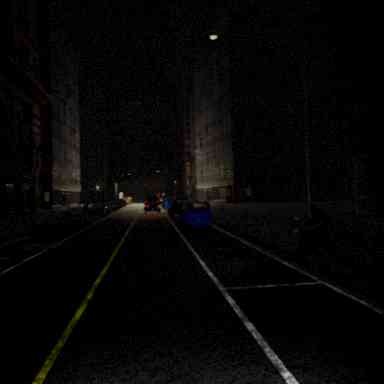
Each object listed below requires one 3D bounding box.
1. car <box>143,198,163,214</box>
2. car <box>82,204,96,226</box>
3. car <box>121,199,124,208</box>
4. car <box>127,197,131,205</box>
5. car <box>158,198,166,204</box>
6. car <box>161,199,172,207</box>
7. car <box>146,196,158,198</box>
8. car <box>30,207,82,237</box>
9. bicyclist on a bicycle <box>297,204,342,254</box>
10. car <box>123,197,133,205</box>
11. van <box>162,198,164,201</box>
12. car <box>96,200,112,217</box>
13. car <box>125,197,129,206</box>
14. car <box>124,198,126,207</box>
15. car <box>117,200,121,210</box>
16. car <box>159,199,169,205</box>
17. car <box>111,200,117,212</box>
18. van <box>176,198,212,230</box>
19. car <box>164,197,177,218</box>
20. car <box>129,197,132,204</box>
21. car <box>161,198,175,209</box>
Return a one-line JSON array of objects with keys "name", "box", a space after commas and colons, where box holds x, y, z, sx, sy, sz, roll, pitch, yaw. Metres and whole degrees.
[{"name": "car", "box": [-4.828, 1.803, 40.409, 1.812, 1.442, 4.674, -1, 0, -8]}, {"name": "car", "box": [-8.957, 1.859, 25.552, 2.008, 1.369, 4.403, -1, 0, -7]}, {"name": "car", "box": [-12.347, 2.081, 52.639, 1.887, 1.381, 4.507, -1, 0, -7]}, {"name": "car", "box": [-14.380, 2.273, 68.888, 1.947, 1.339, 4.313, -1, -1, -7]}, {"name": "car", "box": [-7.279, 2.177, 80.779, 1.887, 1.381, 4.507, -1, -1, -7]}, {"name": "car", "box": [-4.568, 1.930, 59.110, 1.887, 1.381, 4.507, -1, -1, -7]}, {"name": "car", "box": [-6.101, 1.588, 50.571, 2.150, 2.045, 5.566, -1, 0, -7]}, {"name": "car", "box": [-8.279, 1.814, 20.136, 1.887, 1.381, 4.507, -1, 0, -7]}, {"name": "bicyclist on a bicycle", "box": [4.163, 1.228, 10.963, 1.656, 1.620, 0.582, 0, 0, -7]}, {"name": "car", "box": [-16.416, 2.221, 85.141, 2.192, 1.841, 5.009, -1, -1, -7]}, {"name": "van", "box": [-3.216, 1.622, 48.277, 1.690, 1.788, 3.998, -1, 0, -7]}, {"name": "car", "box": [-10.313, 1.944, 36.388, 2.008, 1.369, 4.403, -1, 0, -7]}, {"name": "car", "box": [-13.702, 2.198, 63.472, 2.008, 1.369, 4.403, -1, -1, -7]}, {"name": "car", "box": [-13.024, 2.172, 58.055, 1.802, 1.307, 4.206, -1, 0, -7]}, {"name": "car", "box": [-11.671, 1.925, 47.223, 1.967, 1.590, 4.097, -1, 0, -7]}, {"name": "car", "box": [-5.923, 2.084, 69.944, 1.802, 1.307, 4.206, -1, -1, -7]}, {"name": "car", "box": [-10.991, 1.988, 41.805, 2.008, 1.369, 4.403, -1, 0, -7]}, {"name": "van", "box": [0.176, 1.406, 21.188, 1.690, 1.788, 3.998, -1, 0, -7]}, {"name": "car", "box": [-1.181, 1.461, 32.024, 2.192, 1.841, 5.009, -1, 0, -7]}, {"name": "car", "box": [-15.714, 2.360, 79.553, 1.752, 1.417, 4.829, -1, -1, -7]}, {"name": "car", "box": [-3.892, 1.772, 53.694, 1.967, 1.590, 4.097, -1, 0, -7]}]
